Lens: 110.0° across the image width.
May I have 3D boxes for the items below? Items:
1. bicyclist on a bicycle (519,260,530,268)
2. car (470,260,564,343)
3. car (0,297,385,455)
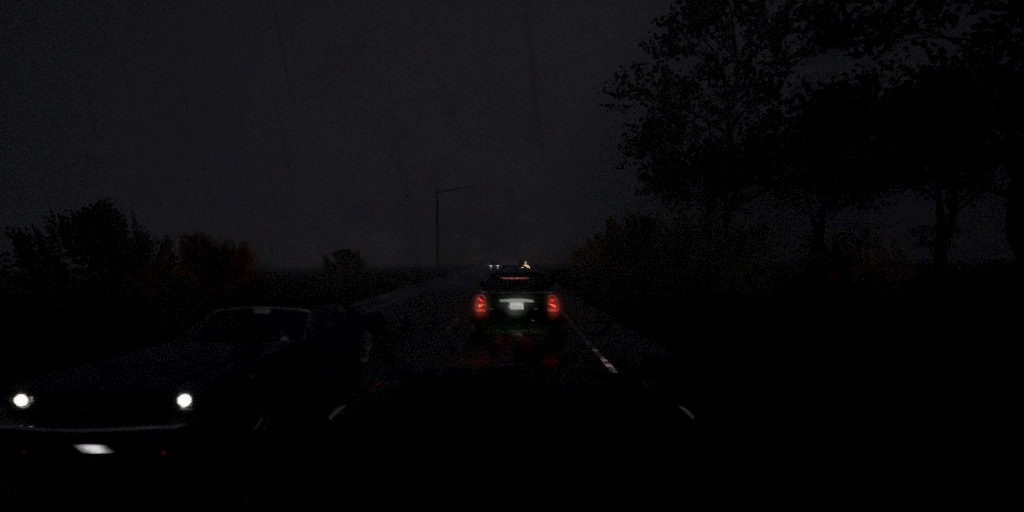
[{"bbox_3d":[0.975,1.177,25.641,0.866,1.612,1.509,0,0,1],"label":"bicyclist on a bicycle"},{"bbox_3d":[0.113,1.099,9.818,2.097,1.767,4.553,0,0,0],"label":"car"},{"bbox_3d":[-3.594,1.349,5.290,1.895,1.301,4.718,0,0,0],"label":"car"}]
